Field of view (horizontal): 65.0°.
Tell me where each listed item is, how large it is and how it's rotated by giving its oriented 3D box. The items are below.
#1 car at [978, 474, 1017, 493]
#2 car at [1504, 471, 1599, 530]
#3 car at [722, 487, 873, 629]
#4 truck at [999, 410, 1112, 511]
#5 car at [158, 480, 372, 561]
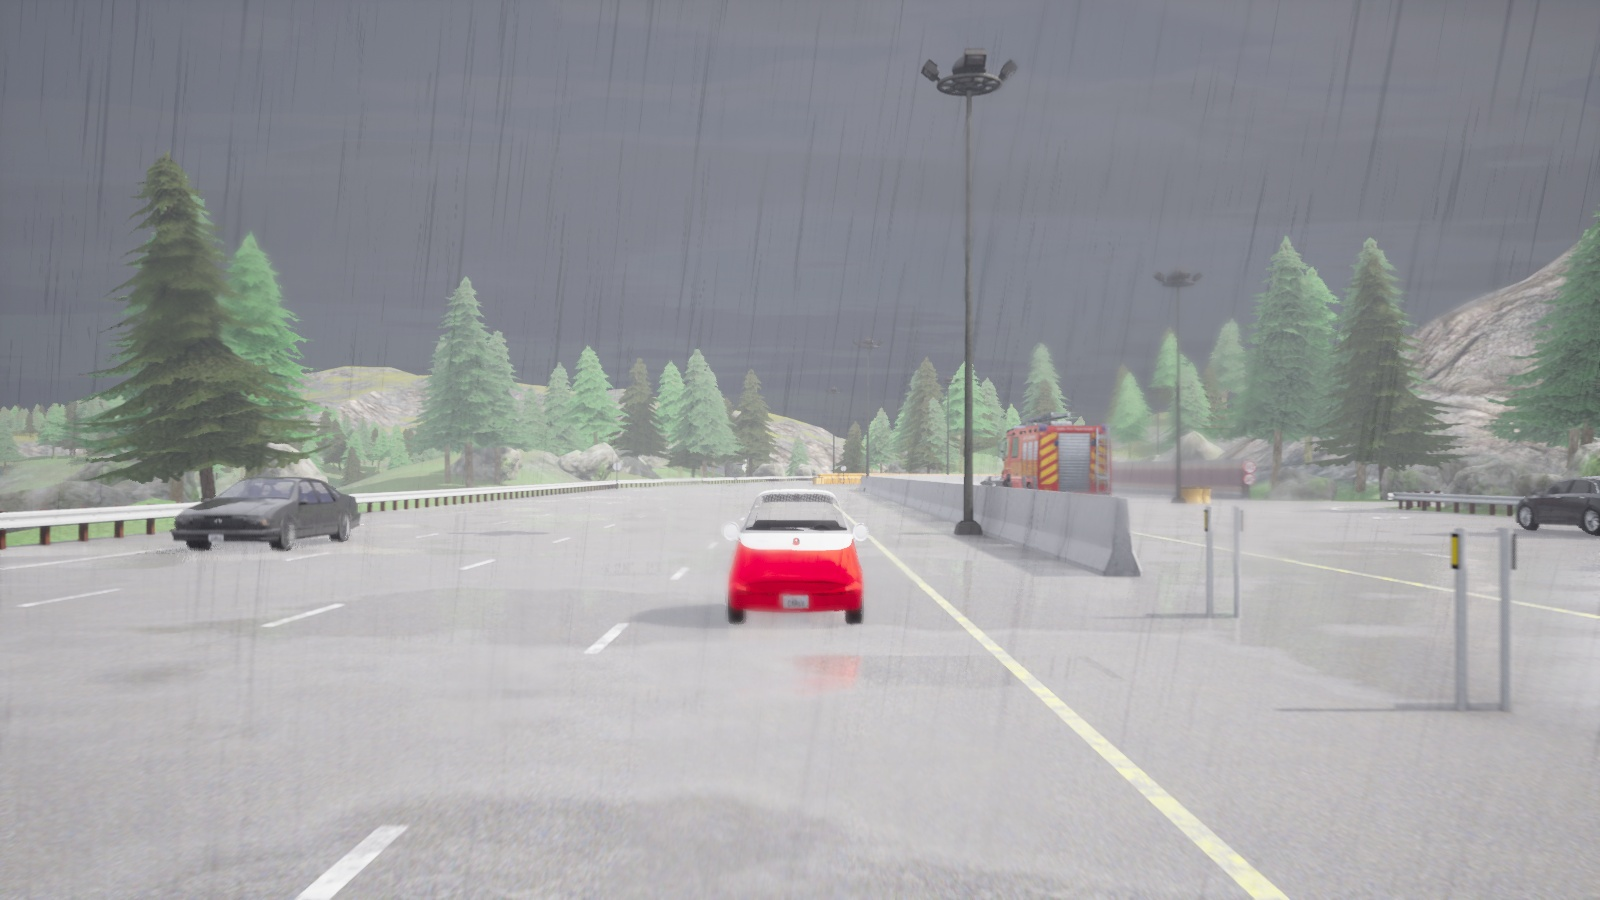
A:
[{"bbox_3d":[13.689,2.321,87.246,1.895,1.301,4.718,0,-1,0],"label":"car"},{"bbox_3d":[20.923,1.292,33.218,1.837,1.490,4.892,0,-1,0],"label":"car"},{"bbox_3d":[-0.030,1.095,13.448,1.481,1.376,2.207,0,-1,0],"label":"car"},{"bbox_3d":[10.367,0.478,51.924,2.891,3.827,8.468,0,-1,0],"label":"truck"},{"bbox_3d":[-10.559,1.328,25.309,2.033,1.411,5.357,0,-1,0],"label":"car"}]
